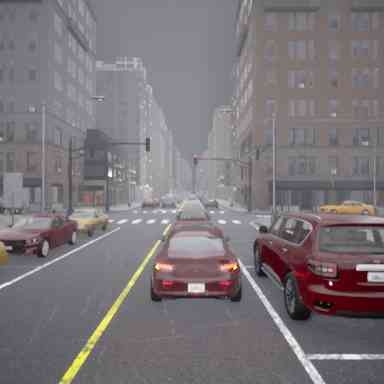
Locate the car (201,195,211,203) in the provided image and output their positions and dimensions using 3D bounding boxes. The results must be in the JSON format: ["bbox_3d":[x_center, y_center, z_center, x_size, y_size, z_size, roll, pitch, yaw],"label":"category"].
[{"bbox_3d":[2.700,1.575,51.150,1.802,1.307,4.206,1,0,0],"label":"car"}]

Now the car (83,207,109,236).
[{"bbox_3d":[-5.840,1.522,18.300,1.752,1.417,4.829,1,0,0],"label":"car"}]

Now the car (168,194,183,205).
[{"bbox_3d":[-3.053,1.555,58.327,1.994,1.385,4.181,0,0,0],"label":"car"}]

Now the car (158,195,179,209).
[{"bbox_3d":[-3.074,1.498,45.106,1.837,1.490,4.892,0,0,0],"label":"car"}]

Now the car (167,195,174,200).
[{"bbox_3d":[-5.807,1.581,90.873,1.802,1.307,4.206,1,0,0],"label":"car"}]

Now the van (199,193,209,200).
[{"bbox_3d":[2.708,1.334,62.497,1.690,1.788,3.998,1,0,0],"label":"van"}]

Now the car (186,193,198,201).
[{"bbox_3d":[0.042,1.538,85.212,2.033,1.411,5.357,0,0,0],"label":"car"}]

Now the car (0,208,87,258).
[{"bbox_3d":[-5.843,1.542,12.846,1.887,1.381,4.507,1,0,0],"label":"car"}]

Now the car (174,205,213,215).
[{"bbox_3d":[0.071,1.598,17.344,1.895,1.301,4.718,0,0,0],"label":"car"}]

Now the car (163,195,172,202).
[{"bbox_3d":[-5.811,1.436,79.527,1.967,1.590,4.097,1,0,0],"label":"car"}]

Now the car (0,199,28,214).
[{"bbox_3d":[-19.237,1.394,32.690,5.357,1.411,2.033,0,-1,3],"label":"car"}]

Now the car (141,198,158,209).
[{"bbox_3d":[-5.828,1.538,45.490,1.887,1.381,4.507,1,0,0],"label":"car"}]

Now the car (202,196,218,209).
[{"bbox_3d":[2.698,1.576,45.477,1.802,1.307,4.206,1,0,0],"label":"car"}]

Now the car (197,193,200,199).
[{"bbox_3d":[2.711,1.309,68.170,2.192,1.841,5.009,1,0,0],"label":"car"}]

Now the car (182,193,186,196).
[{"bbox_3d":[-2.964,1.534,73.215,2.033,1.411,5.357,0,0,0],"label":"car"}]

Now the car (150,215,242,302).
[{"bbox_3d":[0.090,1.524,8.165,1.812,1.442,4.674,0,0,0],"label":"car"}]

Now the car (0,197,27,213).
[{"bbox_3d":[-17.246,1.187,29.665,4.553,1.767,2.097,1,-1,0],"label":"car"}]

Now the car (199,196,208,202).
[{"bbox_3d":[2.714,1.578,79.517,1.802,1.307,4.206,1,0,0],"label":"car"}]

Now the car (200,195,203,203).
[{"bbox_3d":[2.703,1.575,56.824,1.802,1.307,4.206,1,0,0],"label":"car"}]

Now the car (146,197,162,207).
[{"bbox_3d":[-5.825,1.538,51.163,1.887,1.381,4.507,1,0,0],"label":"car"}]

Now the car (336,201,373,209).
[{"bbox_3d":[15.140,1.629,32.666,5.008,1.535,1.882,0,-1,1],"label":"car"}]

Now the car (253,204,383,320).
[{"bbox_3d":[2.682,1.314,7.208,2.192,1.841,5.009,1,0,0],"label":"car"}]

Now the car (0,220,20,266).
[{"bbox_3d":[-5.846,1.524,7.051,1.752,1.417,4.829,1,0,0],"label":"car"}]

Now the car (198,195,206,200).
[{"bbox_3d":[2.719,1.565,90.864,1.947,1.339,4.313,1,0,0],"label":"car"}]

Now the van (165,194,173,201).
[{"bbox_3d":[-5.807,1.339,85.200,1.690,1.788,3.998,1,0,0],"label":"van"}]
